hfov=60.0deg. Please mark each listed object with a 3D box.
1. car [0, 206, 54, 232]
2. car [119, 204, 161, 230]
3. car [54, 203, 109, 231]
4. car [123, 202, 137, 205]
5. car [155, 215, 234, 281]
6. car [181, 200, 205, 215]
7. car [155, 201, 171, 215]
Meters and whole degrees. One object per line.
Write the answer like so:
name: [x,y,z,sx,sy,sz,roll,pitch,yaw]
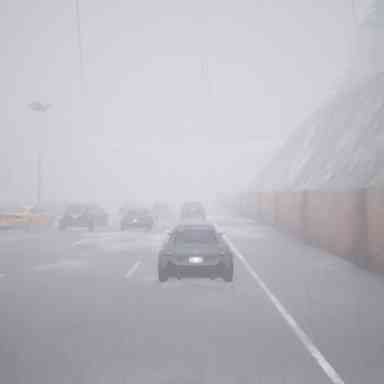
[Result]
car: [-10.416,1.613,21.009,1.882,1.535,5.008,0,0,0]
car: [-3.420,1.701,22.015,1.994,1.385,4.181,0,0,0]
car: [-6.920,1.490,21.764,2.097,1.767,4.553,0,0,0]
car: [-6.934,1.799,37.573,1.994,1.385,4.181,0,0,0]
car: [0.093,1.626,10.062,1.994,1.385,4.181,0,0,0]
car: [0.074,1.535,29.722,2.097,1.767,4.553,0,0,0]
car: [-3.435,1.782,37.891,2.033,1.411,5.357,0,0,0]
